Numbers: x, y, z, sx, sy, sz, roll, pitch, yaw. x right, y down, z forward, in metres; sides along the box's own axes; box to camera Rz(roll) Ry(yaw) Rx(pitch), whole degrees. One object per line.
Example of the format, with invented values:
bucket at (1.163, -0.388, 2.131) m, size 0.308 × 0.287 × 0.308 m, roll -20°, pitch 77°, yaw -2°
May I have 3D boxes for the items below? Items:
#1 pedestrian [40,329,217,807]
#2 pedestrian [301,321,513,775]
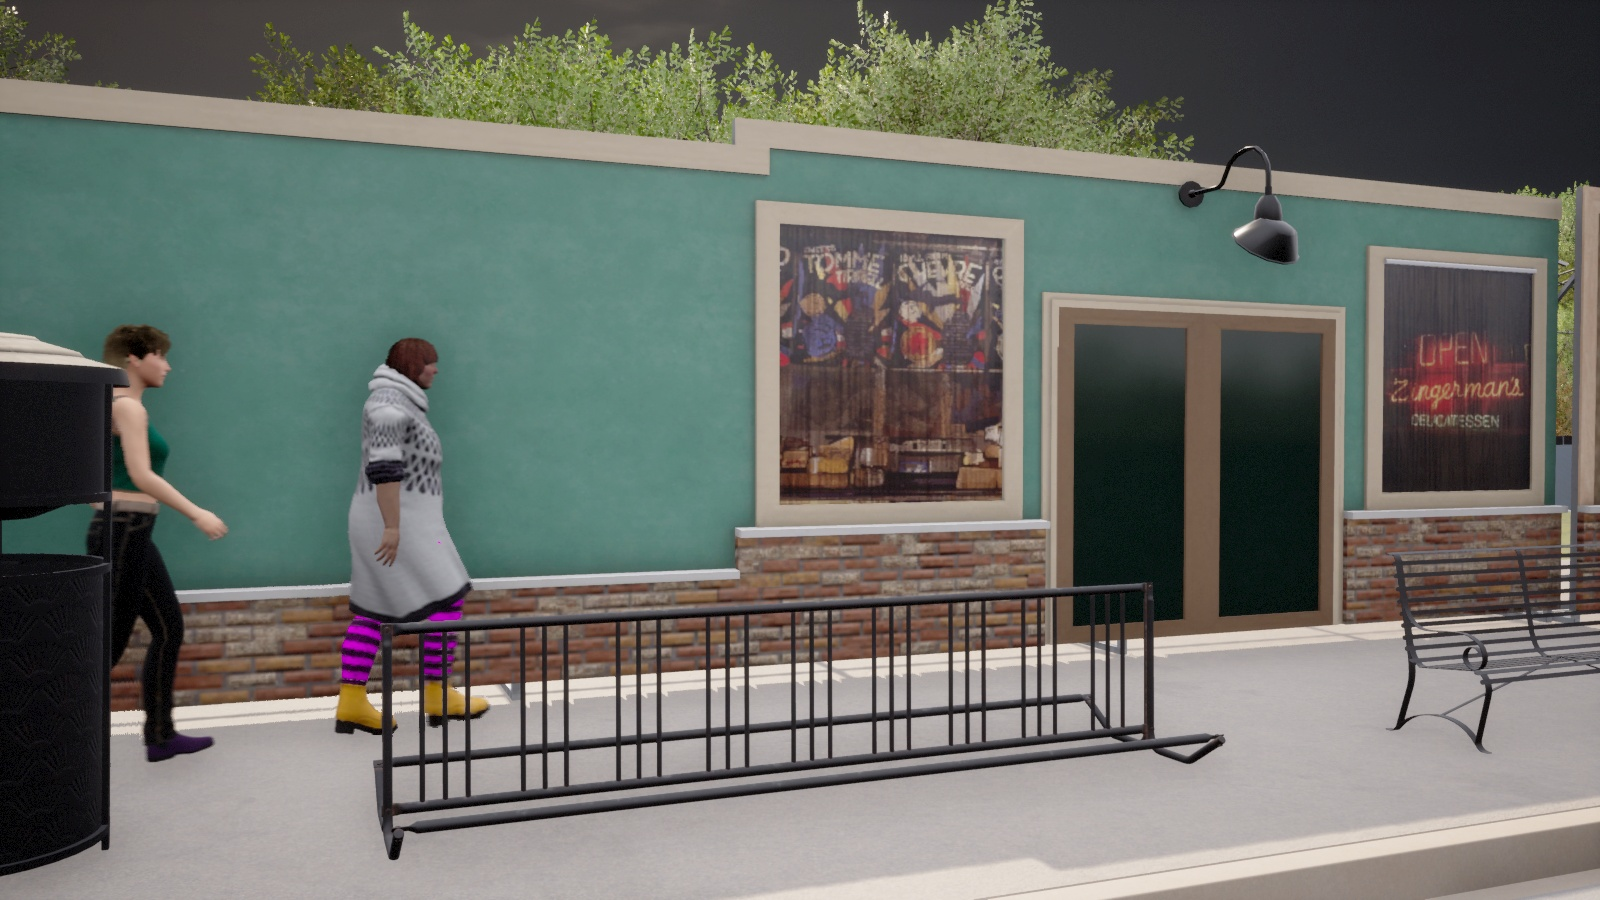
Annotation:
pedestrian at (-2.722, 0.449, 5.111) m, size 0.594 × 1.836 × 0.345 m, roll -1°, pitch 1°, yaw -28°
pedestrian at (-1.838, 0.416, 5.860) m, size 0.873 × 1.952 × 0.659 m, roll -1°, pitch 1°, yaw -20°
